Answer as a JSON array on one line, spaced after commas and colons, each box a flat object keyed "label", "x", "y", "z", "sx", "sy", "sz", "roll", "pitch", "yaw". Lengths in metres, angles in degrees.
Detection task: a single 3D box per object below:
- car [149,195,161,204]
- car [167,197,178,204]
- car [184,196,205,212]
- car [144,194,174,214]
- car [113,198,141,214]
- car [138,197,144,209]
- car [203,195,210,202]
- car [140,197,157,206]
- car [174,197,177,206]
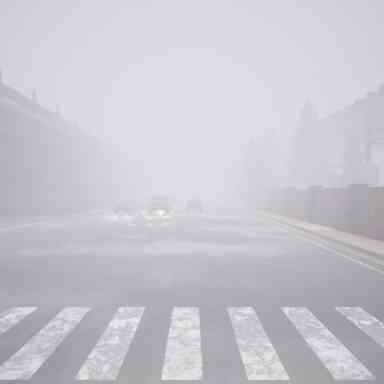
[{"label": "car", "x": -7.285, "y": 1.477, "z": 65.413, "sx": 1.882, "sy": 1.535, "sz": 5.008, "roll": 0, "pitch": 0, "yaw": -1}, {"label": "car", "x": -3.774, "y": 1.600, "z": 64.758, "sx": 1.895, "sy": 1.301, "sz": 4.718, "roll": 0, "pitch": 0, "yaw": -1}, {"label": "car", "x": 0.210, "y": 1.504, "z": 38.485, "sx": 1.837, "sy": 1.490, "sz": 4.892, "roll": 0, "pitch": 0, "yaw": -1}, {"label": "car", "x": -3.429, "y": 1.221, "z": 35.740, "sx": 2.150, "sy": 2.045, "sz": 5.566, "roll": 0, "pitch": 0, "yaw": -1}, {"label": "car", "x": -6.927, "y": 1.600, "z": 34.917, "sx": 1.895, "sy": 1.301, "sz": 4.718, "roll": 0, "pitch": 0, "yaw": -1}, {"label": "car", "x": -7.064, "y": 1.477, "z": 44.967, "sx": 1.882, "sy": 1.535, "sz": 5.008, "roll": 0, "pitch": 0, "yaw": -1}, {"label": "car", "x": 3.051, "y": 1.477, "z": 76.566, "sx": 1.882, "sy": 1.535, "sz": 5.008, "roll": 0, "pitch": 0, "yaw": -1}, {"label": "car", "x": -7.152, "y": 1.547, "z": 55.147, "sx": 2.033, "sy": 1.411, "sz": 5.357, "roll": 0, "pitch": 0, "yaw": 0}, {"label": "car", "x": -3.573, "y": 1.491, "z": 45.619, "sx": 2.128, "sy": 1.511, "sz": 4.902, "roll": 0, "pitch": 0, "yaw": -1}]
